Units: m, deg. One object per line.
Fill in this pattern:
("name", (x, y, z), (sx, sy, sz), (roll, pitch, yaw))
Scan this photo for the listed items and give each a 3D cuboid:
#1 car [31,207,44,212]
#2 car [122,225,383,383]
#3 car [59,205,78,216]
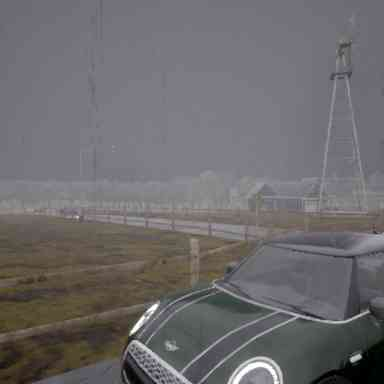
("car", (-36.562, 4.316, 79.884), (1.812, 1.442, 4.674), (0, -3, -35))
("car", (1.488, 1.349, 4.009), (4.553, 1.767, 2.097), (0, 0, -36))
("car", (-18.613, 2.801, 49.972), (1.837, 1.490, 4.892), (0, -2, -35))
